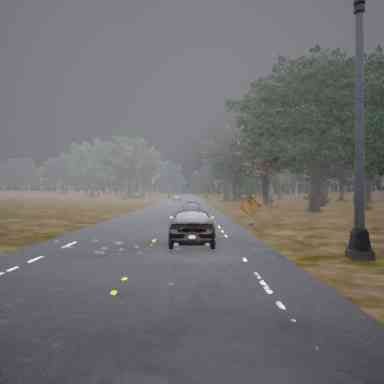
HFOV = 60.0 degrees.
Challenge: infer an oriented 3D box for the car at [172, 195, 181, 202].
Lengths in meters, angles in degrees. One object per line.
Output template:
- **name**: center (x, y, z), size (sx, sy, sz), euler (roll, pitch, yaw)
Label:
- **car**: center (-3.501, 1.517, 76.820), size (1.812, 1.442, 4.674), euler (0, 0, 0)

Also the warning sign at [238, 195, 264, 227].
- **warning sign**: center (3.507, 1.131, 19.994), size (1.300, 1.860, 1.060), euler (-3, -3, 0)

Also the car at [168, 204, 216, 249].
- **car**: center (0.000, 1.497, 14.664), size (1.882, 1.535, 5.008), euler (0, 0, 0)

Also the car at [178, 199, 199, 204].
- **car**: center (-0.001, 1.582, 29.680), size (2.033, 1.411, 5.357), euler (0, 0, 0)
